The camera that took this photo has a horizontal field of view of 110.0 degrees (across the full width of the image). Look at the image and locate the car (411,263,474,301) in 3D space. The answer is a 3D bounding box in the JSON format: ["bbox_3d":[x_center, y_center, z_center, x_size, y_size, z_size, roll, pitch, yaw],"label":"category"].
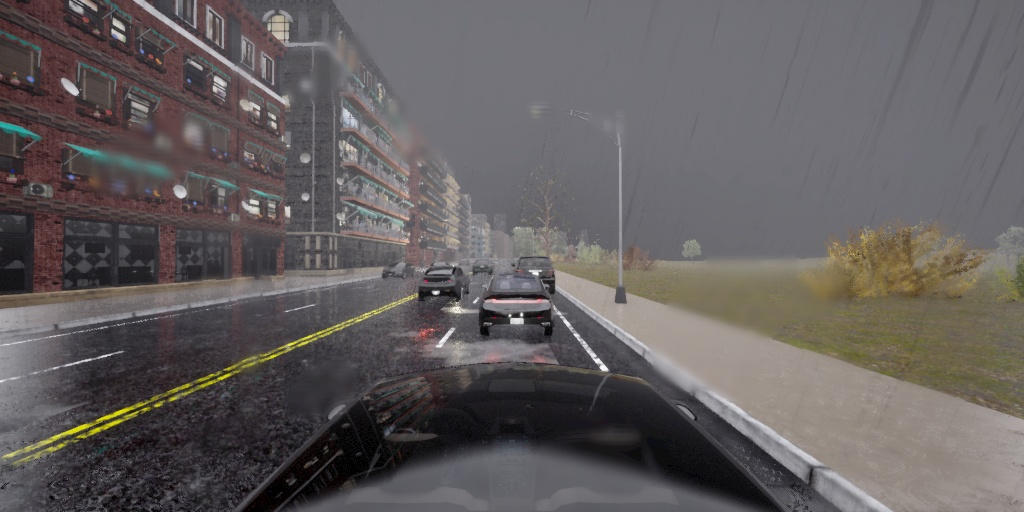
[{"bbox_3d":[-3.135,1.257,17.191,1.837,1.490,4.892,0,0,0],"label":"car"}]

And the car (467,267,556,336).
[{"bbox_3d":[0.110,1.243,10.431,2.128,1.511,4.902,0,0,0],"label":"car"}]

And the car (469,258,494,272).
[{"bbox_3d":[-3.114,1.105,39.551,2.097,1.767,4.553,0,0,0],"label":"car"}]

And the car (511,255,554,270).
[{"bbox_3d":[1.156,0.978,20.300,2.150,2.045,5.566,0,0,0],"label":"car"}]

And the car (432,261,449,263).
[{"bbox_3d":[-6.572,1.258,32.575,1.837,1.490,4.892,0,0,0],"label":"car"}]

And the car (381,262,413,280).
[{"bbox_3d":[-9.823,1.258,31.359,1.837,1.490,4.892,0,0,0],"label":"car"}]
